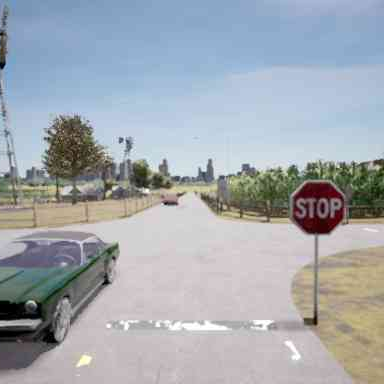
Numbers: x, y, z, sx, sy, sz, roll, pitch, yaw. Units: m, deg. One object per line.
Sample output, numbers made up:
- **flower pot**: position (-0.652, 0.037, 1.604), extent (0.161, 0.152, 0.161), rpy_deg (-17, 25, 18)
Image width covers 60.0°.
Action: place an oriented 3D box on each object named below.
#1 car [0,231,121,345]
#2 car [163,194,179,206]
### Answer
- **car**: position (-2.762, 1.505, 6.337), extent (1.895, 1.301, 4.718), rpy_deg (0, 1, 0)
- **car**: position (-2.784, 1.076, 45.126), extent (1.882, 1.535, 5.008), rpy_deg (0, 0, 0)
